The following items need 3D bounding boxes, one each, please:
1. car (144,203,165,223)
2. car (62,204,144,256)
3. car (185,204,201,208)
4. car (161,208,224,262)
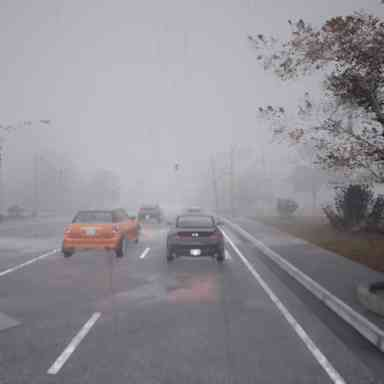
[{"bbox_3d":[-3.396,1.718,27.767,1.837,1.490,4.892,0,-2,0],"label":"car"},{"bbox_3d":[-3.399,1.373,13.287,2.097,1.767,4.553,0,0,0],"label":"car"},{"bbox_3d":[0.085,1.746,27.898,1.812,1.442,4.674,0,-2,0],"label":"car"},{"bbox_3d":[0.101,1.523,12.141,1.837,1.490,4.892,0,0,0],"label":"car"}]
